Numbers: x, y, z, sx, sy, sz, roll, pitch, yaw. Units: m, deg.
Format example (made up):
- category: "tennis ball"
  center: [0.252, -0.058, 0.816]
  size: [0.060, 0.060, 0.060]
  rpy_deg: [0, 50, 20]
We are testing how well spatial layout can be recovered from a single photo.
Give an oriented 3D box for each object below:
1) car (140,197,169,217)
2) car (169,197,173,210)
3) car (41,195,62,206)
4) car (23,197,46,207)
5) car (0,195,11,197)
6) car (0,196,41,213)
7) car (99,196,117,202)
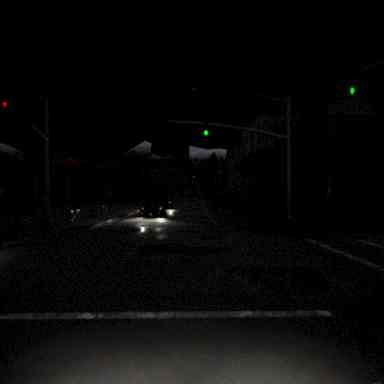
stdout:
- category: "car"
  center: [-3.634, 1.414, 31.682]
  size: [2.097, 1.767, 4.553]
  rpy_deg: [0, 0, 0]
- category: "car"
  center: [-3.644, 1.439, 45.075]
  size: [2.097, 1.767, 4.553]
  rpy_deg: [0, 0, -1]
- category: "car"
  center: [-22.694, 1.374, 54.452]
  size: [1.905, 1.878, 3.866]
  rpy_deg: [0, 0, 0]
- category: "car"
  center: [-26.021, 1.659, 55.049]
  size: [1.970, 1.475, 3.806]
  rpy_deg: [0, 0, 0]
- category: "car"
  center: [-25.950, 1.379, 46.571]
  size: [1.932, 1.855, 4.605]
  rpy_deg: [0, 0, 0]
- category: "car"
  center: [-18.969, 1.561, 36.587]
  size: [2.007, 1.523, 4.514]
  rpy_deg: [0, 0, 0]
- category: "car"
  center: [-22.283, 1.843, 88.454]
  size: [4.611, 1.667, 2.242]
  rpy_deg: [0, 0, 0]
